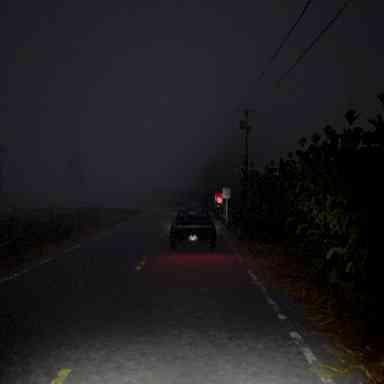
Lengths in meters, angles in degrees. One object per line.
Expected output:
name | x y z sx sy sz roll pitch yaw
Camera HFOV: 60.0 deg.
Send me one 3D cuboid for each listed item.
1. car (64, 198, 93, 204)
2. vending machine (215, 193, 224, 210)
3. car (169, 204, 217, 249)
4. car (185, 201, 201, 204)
car | -16.179 1.560 47.949 4.674 1.442 1.812 0 0 6
vending machine | 3.481 1.194 42.744 1.100 2.100 0.880 0 0 -1
car | 0.045 1.495 14.645 2.128 1.511 4.902 0 0 0
car | 0.092 1.533 29.645 1.812 1.442 4.674 0 0 0
